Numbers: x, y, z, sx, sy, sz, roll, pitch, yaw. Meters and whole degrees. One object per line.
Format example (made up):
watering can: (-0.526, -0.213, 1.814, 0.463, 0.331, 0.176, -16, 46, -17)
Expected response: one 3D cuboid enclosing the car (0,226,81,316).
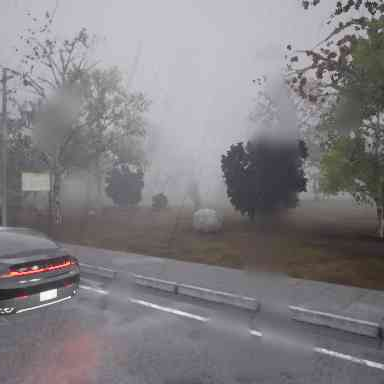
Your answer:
car: (-4.375, 1.505, 7.111, 4.892, 1.490, 1.837, 0, 0, 37)
